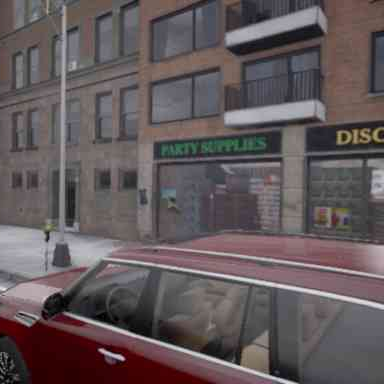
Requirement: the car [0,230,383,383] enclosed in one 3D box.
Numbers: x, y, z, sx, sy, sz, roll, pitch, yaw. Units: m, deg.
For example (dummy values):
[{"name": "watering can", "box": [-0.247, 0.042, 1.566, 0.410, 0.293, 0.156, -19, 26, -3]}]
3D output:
[{"name": "car", "box": [0.081, 1.303, 3.009, 5.009, 1.841, 2.192, 1, 1, 35]}]
